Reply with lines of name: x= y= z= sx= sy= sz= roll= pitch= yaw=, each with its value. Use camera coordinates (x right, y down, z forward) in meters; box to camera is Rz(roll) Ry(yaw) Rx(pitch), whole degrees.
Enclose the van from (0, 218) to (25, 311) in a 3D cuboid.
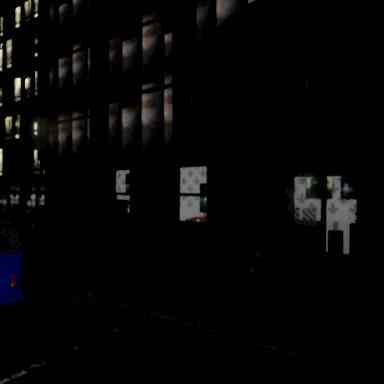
van: x=-4.878 y=1.289 z=6.342 sx=3.998 sy=1.788 sz=1.690 roll=0 pitch=0 yaw=35
